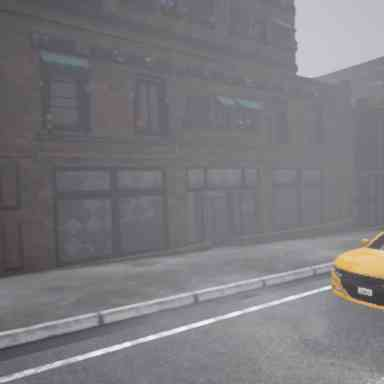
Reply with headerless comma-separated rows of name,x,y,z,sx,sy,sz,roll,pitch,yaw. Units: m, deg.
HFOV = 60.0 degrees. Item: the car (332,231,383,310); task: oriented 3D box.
car,5.073,1.469,7.262,5.008,1.535,1.882,0,0,-35
